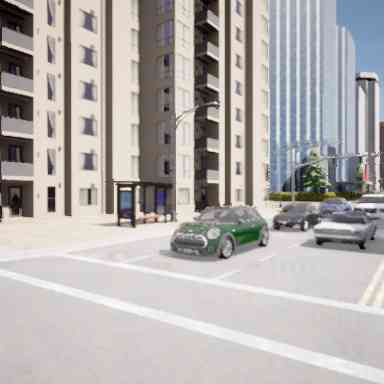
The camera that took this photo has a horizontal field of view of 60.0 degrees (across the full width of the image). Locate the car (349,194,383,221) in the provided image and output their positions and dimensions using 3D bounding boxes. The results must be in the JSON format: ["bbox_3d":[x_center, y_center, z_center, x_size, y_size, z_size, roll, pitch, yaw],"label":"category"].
[{"bbox_3d":[12.907,1.164,23.373,2.150,2.045,5.566,0,0,35],"label":"car"}]

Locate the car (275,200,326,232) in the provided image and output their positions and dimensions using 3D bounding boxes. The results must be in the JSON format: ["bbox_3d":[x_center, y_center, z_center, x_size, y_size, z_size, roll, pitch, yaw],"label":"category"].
[{"bbox_3d":[6.418,1.462,20.178,1.837,1.490,4.892,0,0,35],"label":"car"}]

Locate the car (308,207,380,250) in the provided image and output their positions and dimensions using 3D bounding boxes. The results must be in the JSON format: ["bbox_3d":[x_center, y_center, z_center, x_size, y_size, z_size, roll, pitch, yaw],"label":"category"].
[{"bbox_3d":[6.828,1.573,14.637,1.895,1.301,4.718,0,0,35],"label":"car"}]

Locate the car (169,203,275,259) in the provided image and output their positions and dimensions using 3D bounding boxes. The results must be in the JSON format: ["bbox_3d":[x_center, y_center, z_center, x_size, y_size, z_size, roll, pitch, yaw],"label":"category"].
[{"bbox_3d":[1.175,1.335,12.728,2.097,1.767,4.553,0,0,36],"label":"car"}]

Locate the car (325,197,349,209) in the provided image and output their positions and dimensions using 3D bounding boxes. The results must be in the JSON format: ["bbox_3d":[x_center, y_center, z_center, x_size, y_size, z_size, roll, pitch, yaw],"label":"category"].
[{"bbox_3d":[12.014,1.282,28.197,2.097,1.767,4.553,0,0,35],"label":"car"}]
